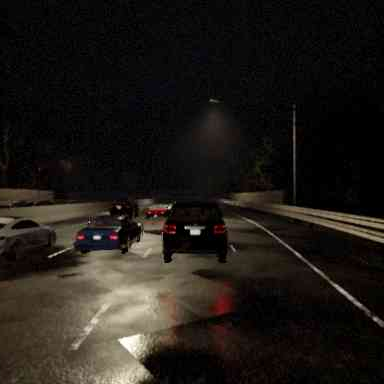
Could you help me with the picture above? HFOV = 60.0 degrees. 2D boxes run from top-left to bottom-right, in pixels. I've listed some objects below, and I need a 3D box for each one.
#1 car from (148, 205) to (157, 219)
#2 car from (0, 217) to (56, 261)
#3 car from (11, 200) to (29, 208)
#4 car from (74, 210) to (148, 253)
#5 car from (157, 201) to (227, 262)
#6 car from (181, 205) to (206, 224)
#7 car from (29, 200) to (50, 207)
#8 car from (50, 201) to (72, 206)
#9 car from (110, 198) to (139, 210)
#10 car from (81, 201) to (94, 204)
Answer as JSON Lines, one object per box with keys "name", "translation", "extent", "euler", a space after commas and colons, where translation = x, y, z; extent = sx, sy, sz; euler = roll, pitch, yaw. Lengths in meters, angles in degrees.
{"name": "car", "translation": [-3.399, 2.000, 33.498], "extent": [1.895, 1.301, 4.718], "euler": [0, -1, 0]}
{"name": "car", "translation": [-6.901, 1.673, 12.729], "extent": [1.812, 1.442, 4.674], "euler": [0, -1, 0]}
{"name": "car", "translation": [-28.033, 2.166, 55.252], "extent": [2.128, 1.511, 4.902], "euler": [0, -1, 1]}
{"name": "car", "translation": [-3.399, 1.715, 14.418], "extent": [2.033, 1.411, 5.357], "euler": [0, -1, 0]}
{"name": "car", "translation": [0.098, 1.371, 12.928], "extent": [2.150, 2.045, 5.566], "euler": [0, -1, 0]}
{"name": "car", "translation": [0.102, 1.901, 29.846], "extent": [2.033, 1.411, 5.357], "euler": [0, -1, 0]}
{"name": "car", "translation": [-24.541, 2.179, 55.394], "extent": [1.837, 1.490, 4.892], "euler": [0, 0, 1]}
{"name": "car", "translation": [-21.059, 2.230, 54.661], "extent": [1.994, 1.385, 4.181], "euler": [0, -1, 0]}
{"name": "car", "translation": [-6.899, 1.628, 34.169], "extent": [2.150, 2.045, 5.566], "euler": [0, -1, 0]}
{"name": "car", "translation": [-17.549, 2.212, 56.166], "extent": [1.812, 1.442, 4.674], "euler": [0, -1, 0]}
